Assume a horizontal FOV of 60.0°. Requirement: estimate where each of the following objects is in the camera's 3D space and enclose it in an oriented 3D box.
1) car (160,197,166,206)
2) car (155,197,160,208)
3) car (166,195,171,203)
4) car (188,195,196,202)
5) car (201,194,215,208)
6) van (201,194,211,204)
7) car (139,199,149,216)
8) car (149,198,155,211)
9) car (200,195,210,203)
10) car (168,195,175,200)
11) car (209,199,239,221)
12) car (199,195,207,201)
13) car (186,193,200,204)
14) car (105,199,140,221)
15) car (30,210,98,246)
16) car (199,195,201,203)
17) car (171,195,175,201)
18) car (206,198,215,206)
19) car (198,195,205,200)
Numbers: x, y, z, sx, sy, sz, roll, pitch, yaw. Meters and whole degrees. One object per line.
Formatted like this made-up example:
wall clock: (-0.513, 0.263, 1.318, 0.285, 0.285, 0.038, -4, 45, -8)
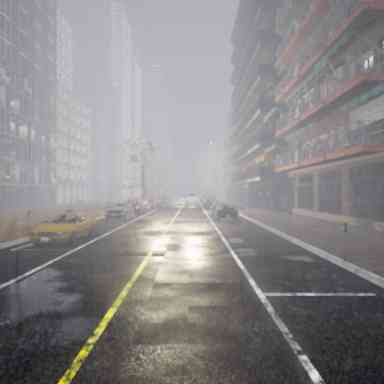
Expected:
car: (-5.703, 1.494, 54.006, 1.752, 1.417, 4.829, 0, 0, 0)
car: (-5.701, 1.515, 43.110, 1.887, 1.381, 4.507, 0, 0, 0)
car: (-5.706, 1.553, 65.242, 1.802, 1.307, 4.206, 0, 0, 0)
car: (-0.017, 1.383, 72.265, 1.812, 1.442, 4.674, 0, 0, 0)
car: (2.678, 1.410, 48.645, 1.967, 1.590, 4.097, 0, 0, 0)
van: (2.674, 1.312, 65.243, 1.690, 1.788, 3.998, 0, 0, 0)
car: (-5.698, 1.416, 32.046, 1.967, 1.590, 4.097, 0, 0, 0)
car: (-5.699, 1.523, 37.578, 2.008, 1.369, 4.403, 0, 0, 0)
car: (2.673, 1.413, 70.776, 1.967, 1.590, 4.097, 0, 0, 0)
car: (-5.712, 1.526, 92.905, 1.887, 1.381, 4.507, 0, 0, 0)
car: (2.684, 1.530, 26.515, 2.008, 1.369, 4.403, 0, 0, 0)
car: (2.671, 1.526, 81.841, 2.008, 1.369, 4.403, 0, 0, 0)
car: (-0.015, 1.192, 61.875, 2.150, 2.045, 5.566, 0, 0, 0)
car: (-5.697, 1.529, 26.514, 2.008, 1.369, 4.403, 0, 0, 0)
car: (-5.694, 1.511, 15.278, 1.752, 1.417, 4.829, 0, 0, 0)
car: (2.675, 1.552, 59.711, 1.802, 1.307, 4.206, 0, 0, 0)
car: (-5.710, 1.501, 81.669, 1.752, 1.417, 4.829, 0, 0, 0)
car: (2.682, 1.527, 32.048, 2.008, 1.369, 4.403, 0, 0, 0)
car: (2.668, 1.533, 92.907, 2.008, 1.369, 4.403, 0, 0, 0)
